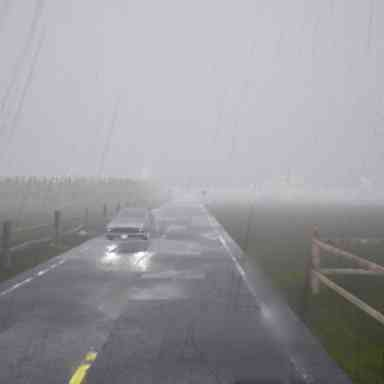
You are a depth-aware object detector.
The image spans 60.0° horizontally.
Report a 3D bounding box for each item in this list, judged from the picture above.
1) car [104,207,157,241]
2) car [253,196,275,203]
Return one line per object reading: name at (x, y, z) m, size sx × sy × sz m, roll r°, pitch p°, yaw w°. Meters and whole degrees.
car at (-2.849, 1.488, 16.667) m, size 2.033 × 1.411 × 5.357 m, roll 0°, pitch 0°, yaw 0°
car at (14.067, 1.424, 64.596) m, size 4.181 × 1.385 × 1.994 m, roll 0°, pitch 0°, yaw 1°
